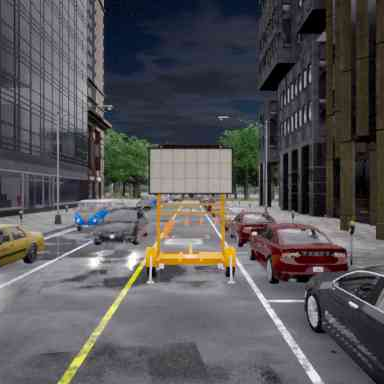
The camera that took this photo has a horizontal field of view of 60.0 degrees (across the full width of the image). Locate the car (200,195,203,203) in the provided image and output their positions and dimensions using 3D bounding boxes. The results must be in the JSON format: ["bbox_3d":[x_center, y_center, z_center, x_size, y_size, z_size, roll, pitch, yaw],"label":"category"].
[{"bbox_3d":[2.589,1.558,52.949,1.887,1.381,4.507,0,0,0],"label":"car"}]

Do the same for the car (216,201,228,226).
[{"bbox_3d":[2.696,1.527,20.494,1.752,1.417,4.829,0,0,0],"label":"car"}]

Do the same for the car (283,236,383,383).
[{"bbox_3d":[2.750,1.551,4.011,2.008,1.369,4.403,0,0,0],"label":"car"}]

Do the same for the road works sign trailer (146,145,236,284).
[{"bbox_3d":[-0.030,0.465,9.582,2.380,3.560,2.880,0,0,0],"label":"road works sign trailer"}]

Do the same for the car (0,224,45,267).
[{"bbox_3d":[-5.792,1.526,9.251,1.752,1.417,4.829,0,0,0],"label":"car"}]

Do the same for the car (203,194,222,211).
[{"bbox_3d":[2.643,1.321,36.637,2.192,1.841,5.009,0,0,0],"label":"car"}]

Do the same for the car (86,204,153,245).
[{"bbox_3d":[-3.149,1.506,15.490,1.837,1.490,4.892,0,0,0],"label":"car"}]

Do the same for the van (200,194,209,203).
[{"bbox_3d":[2.535,1.365,69.262,1.690,1.788,3.998,0,0,0],"label":"van"}]

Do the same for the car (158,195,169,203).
[{"bbox_3d":[-5.990,1.464,69.234,1.967,1.590,4.097,0,0,0],"label":"car"}]

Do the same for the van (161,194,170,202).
[{"bbox_3d":[-6.008,1.369,74.672,1.690,1.788,3.998,0,0,0],"label":"van"}]

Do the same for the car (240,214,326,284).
[{"bbox_3d":[2.732,1.545,9.449,1.887,1.381,4.507,0,0,0],"label":"car"}]

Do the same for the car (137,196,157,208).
[{"bbox_3d":[-5.900,1.574,42.046,1.947,1.339,4.313,0,0,0],"label":"car"}]

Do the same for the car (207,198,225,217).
[{"bbox_3d":[2.660,1.530,31.369,1.752,1.417,4.829,0,0,0],"label":"car"}]

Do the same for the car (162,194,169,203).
[{"bbox_3d":[-5.971,1.546,63.627,1.752,1.417,4.829,0,0,0],"label":"car"}]

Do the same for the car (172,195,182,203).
[{"bbox_3d":[-3.237,1.505,72.947,1.882,1.535,5.008,0,0,0],"label":"car"}]

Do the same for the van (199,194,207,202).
[{"bbox_3d":[2.518,1.369,74.700,1.690,1.788,3.998,0,0,0],"label":"van"}]

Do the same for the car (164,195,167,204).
[{"bbox_3d":[-5.954,1.583,58.359,1.947,1.339,4.313,0,0,0],"label":"car"}]

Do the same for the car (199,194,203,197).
[{"bbox_3d":[2.571,1.457,58.387,1.967,1.590,4.097,0,0,0],"label":"car"}]

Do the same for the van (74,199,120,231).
[{"bbox_3d":[-5.829,1.343,20.296,1.690,1.788,3.998,0,0,0],"label":"van"}]

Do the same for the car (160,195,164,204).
[{"bbox_3d":[-5.935,1.539,52.752,1.752,1.417,4.829,0,0,0],"label":"car"}]

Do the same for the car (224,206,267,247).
[{"bbox_3d":[2.715,1.546,14.887,1.887,1.381,4.507,0,0,0],"label":"car"}]

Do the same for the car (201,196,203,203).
[{"bbox_3d":[2.607,1.536,47.682,1.752,1.417,4.829,0,0,0],"label":"car"}]

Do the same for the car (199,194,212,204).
[{"bbox_3d":[2.553,1.335,63.825,2.192,1.841,5.009,0,0,0],"label":"car"}]
